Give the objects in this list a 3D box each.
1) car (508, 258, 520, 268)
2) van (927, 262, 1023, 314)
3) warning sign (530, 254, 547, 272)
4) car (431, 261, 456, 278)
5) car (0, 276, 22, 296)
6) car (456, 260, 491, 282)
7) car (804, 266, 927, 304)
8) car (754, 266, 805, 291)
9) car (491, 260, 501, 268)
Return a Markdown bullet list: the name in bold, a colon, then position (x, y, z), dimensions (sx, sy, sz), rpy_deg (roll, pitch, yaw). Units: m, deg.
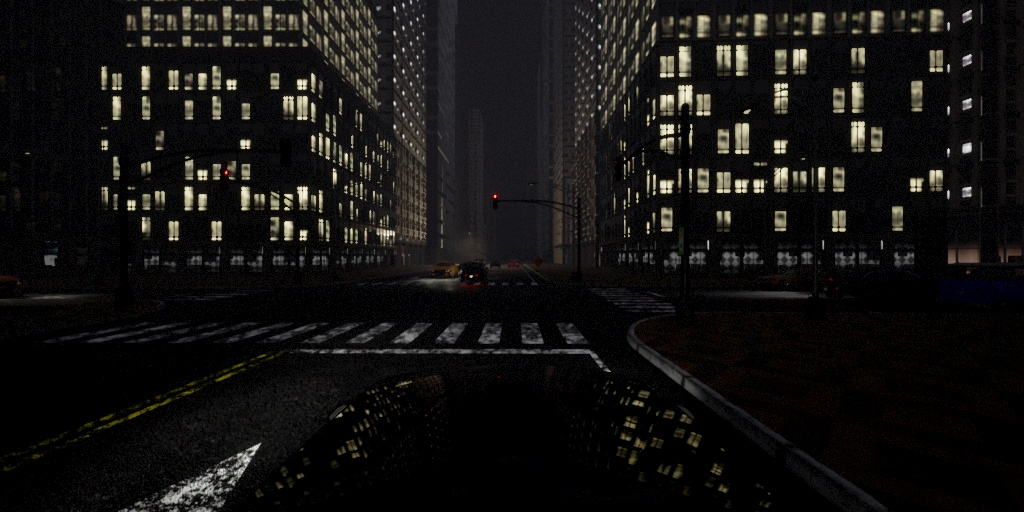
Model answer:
- **car**: position (0.276, 1.464, 64.466), dimensions (1.895, 1.301, 4.718), rpy_deg (0, 0, 0)
- **van**: position (18.407, 1.119, 13.182), dimensions (3.998, 1.789, 1.690), rpy_deg (0, 0, 2)
- **warning sign**: position (3.024, 0.910, 41.409), dimensions (1.300, 1.860, 1.060), rpy_deg (0, 0, 0)
- **car**: position (-6.456, 1.259, 34.467), dimensions (1.882, 1.535, 5.008), rpy_deg (0, 0, 0)
- **car**: position (-26.923, 1.236, 17.283), dimensions (5.008, 1.535, 1.882), rpy_deg (0, 0, 1)
- **car**: position (-3.030, 1.277, 29.169), dimensions (1.837, 1.490, 4.892), rpy_deg (0, 0, 0)
- **car**: position (16.456, 1.265, 15.902), dimensions (4.902, 1.511, 2.128), rpy_deg (0, 0, 3)
- **car**: position (17.172, 1.293, 21.360), dimensions (4.829, 1.417, 1.751), rpy_deg (0, 0, 2)
- **car**: position (-2.978, 1.364, 63.617), dimensions (1.837, 1.490, 4.892), rpy_deg (0, 0, 0)
